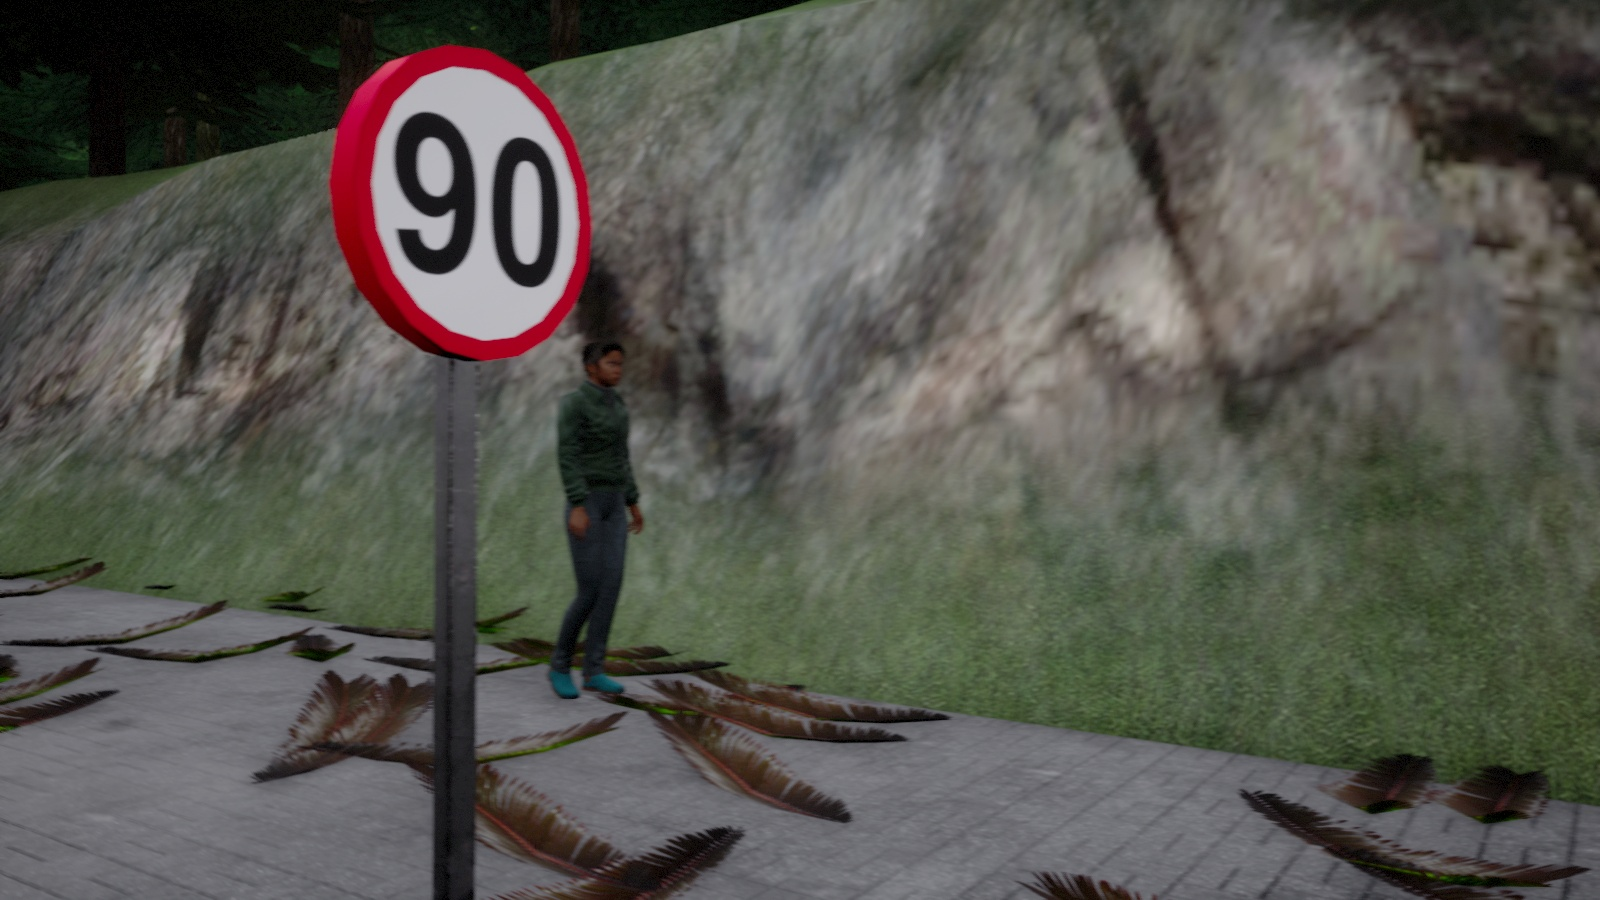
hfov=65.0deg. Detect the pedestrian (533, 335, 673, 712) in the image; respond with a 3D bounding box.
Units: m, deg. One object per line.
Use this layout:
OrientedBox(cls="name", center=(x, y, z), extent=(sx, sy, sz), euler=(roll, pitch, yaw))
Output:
OrientedBox(cls="pedestrian", center=(-1.012, 0.359, 6.459), extent=(0.614, 1.847, 0.353), euler=(0, 1, 33))
